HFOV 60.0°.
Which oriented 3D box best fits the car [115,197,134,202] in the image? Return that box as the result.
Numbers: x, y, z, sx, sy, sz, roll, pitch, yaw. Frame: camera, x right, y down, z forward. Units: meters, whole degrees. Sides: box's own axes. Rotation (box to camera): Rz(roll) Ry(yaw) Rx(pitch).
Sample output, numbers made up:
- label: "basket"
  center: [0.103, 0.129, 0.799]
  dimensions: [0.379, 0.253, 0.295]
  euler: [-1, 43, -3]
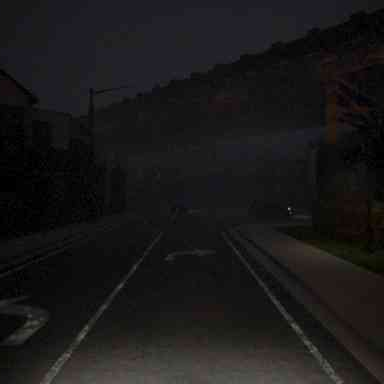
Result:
- label: "car"
  center: [-16.780, 1.906, 82.322]
  dimensions: [4.536, 1.218, 1.853]
  euler: [0, 0, -15]

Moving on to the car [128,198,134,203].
- label: "car"
  center: [-16.830, 2.063, 82.308]
  dimensions: [4.974, 1.542, 2.038]
  euler: [0, 0, -15]

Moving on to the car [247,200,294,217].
- label: "car"
  center: [8.053, 1.605, 34.089]
  dimensions: [4.553, 1.767, 2.097]
  euler: [0, 0, 23]

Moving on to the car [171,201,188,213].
- label: "car"
  center: [-1.553, 1.835, 41.613]
  dimensions: [1.812, 1.442, 4.674]
  euler: [0, 0, 4]
